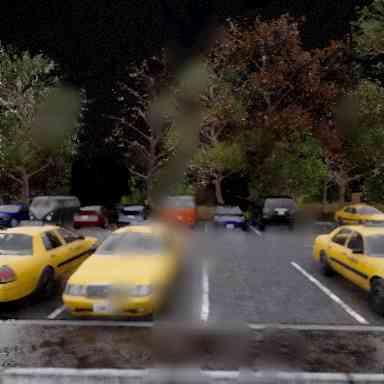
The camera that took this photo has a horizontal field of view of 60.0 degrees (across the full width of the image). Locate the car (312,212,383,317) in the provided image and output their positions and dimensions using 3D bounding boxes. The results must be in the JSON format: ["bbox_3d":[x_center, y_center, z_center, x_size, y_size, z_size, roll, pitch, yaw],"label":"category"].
[{"bbox_3d":[4.392,1.500,7.682,1.946,1.575,5.366,0,0,3],"label":"car"}]

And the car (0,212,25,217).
[{"bbox_3d":[-6.682,1.501,8.355,2.231,1.521,4.892,0,0,3],"label":"car"}]

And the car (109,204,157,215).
[{"bbox_3d":[-3.410,1.509,21.337,2.163,1.488,4.792,0,0,3],"label":"car"}]

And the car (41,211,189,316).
[{"bbox_3d":[-1.275,1.491,7.935,1.946,1.575,5.366,0,0,3],"label":"car"}]

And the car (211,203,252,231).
[{"bbox_3d":[2.247,1.512,21.028,2.163,1.488,4.792,0,0,3],"label":"car"}]

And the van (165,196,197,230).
[{"bbox_3d":[-0.638,1.253,21.301,1.878,1.987,4.442,0,0,3],"label":"van"}]

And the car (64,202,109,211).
[{"bbox_3d":[-6.047,1.514,21.455,2.163,1.488,4.792,0,0,3],"label":"car"}]

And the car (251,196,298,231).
[{"bbox_3d":[5.017,1.237,20.961,2.435,2.045,5.566,0,0,3],"label":"car"}]

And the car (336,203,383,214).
[{"bbox_3d":[10.540,1.497,20.500,1.946,1.575,5.366,0,0,3],"label":"car"}]

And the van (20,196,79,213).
[{"bbox_3d":[-8.803,1.271,21.440,1.878,1.987,4.442,0,0,2],"label":"van"}]

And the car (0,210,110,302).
[{"bbox_3d":[-3.909,1.491,8.423,1.946,1.575,5.366,0,0,3],"label":"car"}]

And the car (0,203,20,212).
[{"bbox_3d":[-11.580,1.513,21.678,2.097,1.535,5.008,0,0,3],"label":"car"}]
